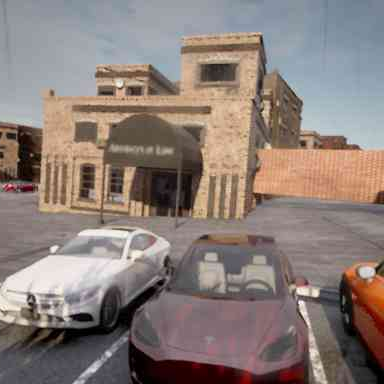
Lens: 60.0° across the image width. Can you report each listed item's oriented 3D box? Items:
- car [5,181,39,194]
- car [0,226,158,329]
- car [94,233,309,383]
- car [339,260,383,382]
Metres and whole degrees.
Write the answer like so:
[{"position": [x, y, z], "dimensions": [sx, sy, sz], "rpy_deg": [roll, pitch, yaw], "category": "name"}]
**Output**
[{"position": [-23.888, -0.810, 47.003], "dimensions": [2.097, 1.767, 4.553], "rpy_deg": [5, 4, 19], "category": "car"}, {"position": [-1.777, 1.501, 7.027], "dimensions": [2.002, 1.452, 4.674], "rpy_deg": [1, -1, 14], "category": "car"}, {"position": [0.675, 1.496, 5.365], "dimensions": [2.163, 1.488, 4.792], "rpy_deg": [1, -1, 14], "category": "car"}, {"position": [3.127, 1.348, 3.733], "dimensions": [2.185, 1.767, 4.553], "rpy_deg": [0, -1, 14], "category": "car"}]
